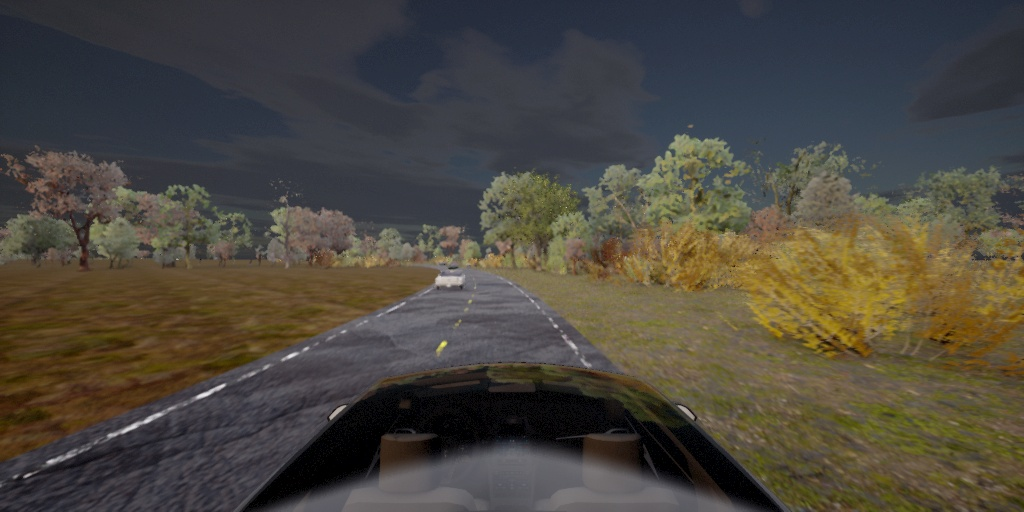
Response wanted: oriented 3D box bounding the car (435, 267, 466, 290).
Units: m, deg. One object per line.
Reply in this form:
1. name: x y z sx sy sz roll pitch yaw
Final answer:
1. car: -4.240 1.638 25.256 1.895 1.301 4.718 0 -1 -5
